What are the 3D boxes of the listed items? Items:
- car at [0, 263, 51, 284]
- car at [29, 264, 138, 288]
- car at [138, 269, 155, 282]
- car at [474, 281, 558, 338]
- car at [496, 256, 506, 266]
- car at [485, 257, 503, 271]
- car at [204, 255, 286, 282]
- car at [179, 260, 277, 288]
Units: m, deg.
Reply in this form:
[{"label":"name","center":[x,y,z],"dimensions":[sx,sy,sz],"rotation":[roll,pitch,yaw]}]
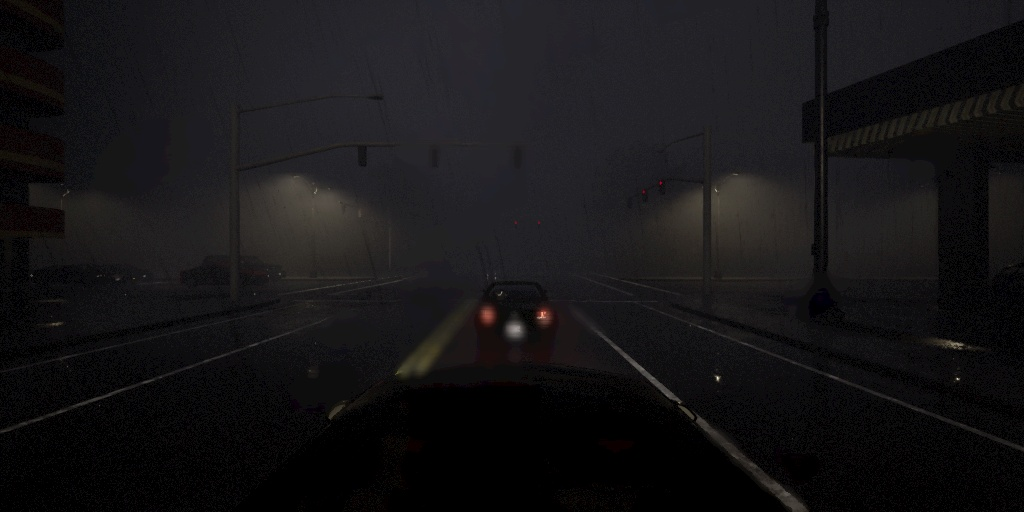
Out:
[{"label":"car","center":[-37.991,1.276,26.825],"dimensions":[4.674,1.442,1.812],"rotation":[0,0,1]},{"label":"car","center":[-27.833,1.241,23.135],"dimensions":[4.902,1.511,2.128],"rotation":[0,0,1]},{"label":"car","center":[-29.309,1.314,26.659],"dimensions":[4.181,1.385,1.994],"rotation":[0,0,0]},{"label":"car","center":[0.097,1.351,10.193],"dimensions":[1.895,1.301,4.718],"rotation":[0,0,0]},{"label":"car","center":[-2.617,1.242,62.684],"dimensions":[2.128,1.511,4.902],"rotation":[0,0,1]},{"label":"car","center":[-2.734,1.241,49.999],"dimensions":[2.128,1.511,4.902],"rotation":[0,0,0]},{"label":"car","center":[-19.891,0.971,26.509],"dimensions":[5.566,2.045,2.150],"rotation":[0,0,1]},{"label":"car","center":[-18.330,1.228,22.961],"dimensions":[5.008,1.535,1.882],"rotation":[0,0,1]}]
